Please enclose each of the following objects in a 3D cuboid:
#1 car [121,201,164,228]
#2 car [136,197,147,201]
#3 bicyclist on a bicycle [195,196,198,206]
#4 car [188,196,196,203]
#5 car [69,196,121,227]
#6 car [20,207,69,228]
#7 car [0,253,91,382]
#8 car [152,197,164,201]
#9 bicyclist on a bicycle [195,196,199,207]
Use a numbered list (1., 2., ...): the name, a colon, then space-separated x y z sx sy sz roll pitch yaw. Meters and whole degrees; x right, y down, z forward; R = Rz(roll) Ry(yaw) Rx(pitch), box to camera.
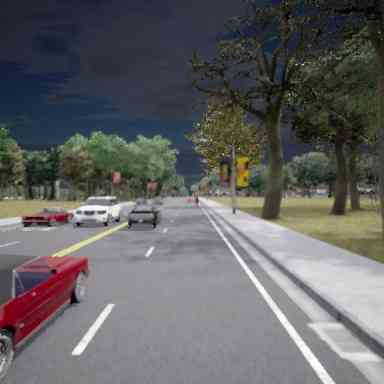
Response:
1. car: -3.149 1.596 22.871 2.128 1.511 4.902 0 0 0
2. car: -9.760 1.810 63.538 1.837 1.490 4.892 0 0 0
3. bicyclist on a bicycle: 0.898 1.678 64.035 0.659 1.776 1.843 0 0 0
4. car: 0.007 1.716 82.308 2.097 1.767 4.553 0 0 0
5. car: -6.596 1.334 24.030 2.150 2.045 5.566 0 -1 0
6. car: -9.847 1.707 23.013 1.895 1.301 4.718 0 0 0
7. car: -3.149 1.624 5.257 1.895 1.301 4.718 0 0 0
8. car: -6.517 1.659 63.607 2.097 1.767 4.553 0 0 1
9. bicyclist on a bicycle: 0.898 1.631 55.033 0.659 1.776 1.843 0 0 0
